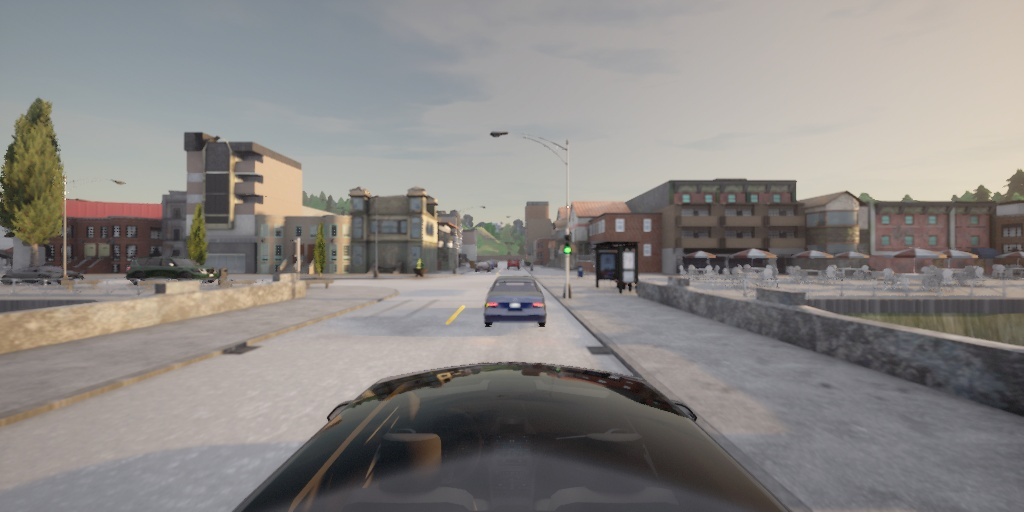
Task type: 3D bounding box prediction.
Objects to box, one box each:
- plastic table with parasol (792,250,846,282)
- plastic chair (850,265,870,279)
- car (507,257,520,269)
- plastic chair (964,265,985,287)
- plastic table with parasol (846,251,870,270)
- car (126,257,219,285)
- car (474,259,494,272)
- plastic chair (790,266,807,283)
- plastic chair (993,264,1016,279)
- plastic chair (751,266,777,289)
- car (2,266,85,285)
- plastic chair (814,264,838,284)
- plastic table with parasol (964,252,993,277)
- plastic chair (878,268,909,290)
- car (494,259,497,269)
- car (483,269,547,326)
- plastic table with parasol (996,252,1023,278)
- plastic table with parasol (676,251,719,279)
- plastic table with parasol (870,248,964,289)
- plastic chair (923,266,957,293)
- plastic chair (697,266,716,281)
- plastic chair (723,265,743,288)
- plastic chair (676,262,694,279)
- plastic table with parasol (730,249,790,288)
[{"bbox_3d":[22.966,0.796,27.444,2.482,2.480,2.482,0,0,0],"label":"plastic table with parasol"},{"bbox_3d":[29.976,1.416,30.773,0.750,1.272,0.730,0,0,0],"label":"plastic chair"},{"bbox_3d":[0.270,1.254,64.604,2.150,2.045,5.566,0,0,0],"label":"car"},{"bbox_3d":[30.555,1.384,23.772,0.750,1.272,0.730,0,0,0],"label":"plastic chair"},{"bbox_3d":[30.310,0.818,32.142,2.482,2.480,2.482,0,0,0],"label":"plastic table with parasol"},{"bbox_3d":[-24.743,1.077,26.281,5.566,2.045,2.150,0,0,0],"label":"car"},{"bbox_3d":[-3.967,1.492,49.939,1.812,1.442,4.674,0,0,2],"label":"car"},{"bbox_3d":[21.766,1.400,27.497,0.730,1.272,0.750,0,0,0],"label":"plastic chair"},{"bbox_3d":[45.583,1.430,33.228,0.730,1.272,0.750,0,0,0],"label":"plastic chair"},{"bbox_3d":[15.049,1.371,21.417,0.750,1.272,0.730,0,0,0],"label":"plastic chair"},{"bbox_3d":[-34.266,1.418,26.307,4.181,1.385,1.994,0,0,0],"label":"car"},{"bbox_3d":[22.862,1.393,26.094,0.750,1.272,0.730,0,0,0],"label":"plastic chair"},{"bbox_3d":[30.569,0.786,25.052,2.482,2.480,2.482,0,0,0],"label":"plastic table with parasol"},{"bbox_3d":[22.648,1.372,21.295,0.730,1.272,0.750,0,0,0],"label":"plastic chair"},{"bbox_3d":[-3.919,1.486,59.178,1.882,1.535,5.008,0,0,0],"label":"car"},{"bbox_3d":[0.102,1.343,11.856,2.033,1.411,5.357,0,0,0],"label":"car"},{"bbox_3d":[46.783,0.826,33.104,2.482,2.480,2.482,0,0,0],"label":"plastic table with parasol"},{"bbox_3d":[15.995,0.808,30.494,2.482,2.480,2.482,0,0,0],"label":"plastic table with parasol"},{"bbox_3d":[23.848,0.768,21.241,2.482,2.480,2.482,0,0,0],"label":"plastic table with parasol"},{"bbox_3d":[23.744,1.366,19.892,0.750,1.272,0.730,0,0,0],"label":"plastic chair"},{"bbox_3d":[15.871,1.406,29.215,0.750,1.272,0.730,0,0,0],"label":"plastic chair"},{"bbox_3d":[13.953,1.377,22.820,0.730,1.272,0.750,0,0,0],"label":"plastic chair"},{"bbox_3d":[14.775,1.412,30.618,0.730,1.272,0.750,0,0,0],"label":"plastic chair"},{"bbox_3d":[15.222,0.773,22.677,2.482,2.480,2.482,0,0,0],"label":"plastic table with parasol"}]
